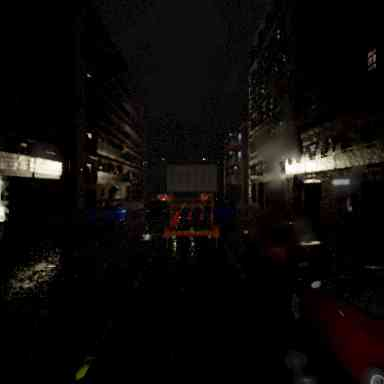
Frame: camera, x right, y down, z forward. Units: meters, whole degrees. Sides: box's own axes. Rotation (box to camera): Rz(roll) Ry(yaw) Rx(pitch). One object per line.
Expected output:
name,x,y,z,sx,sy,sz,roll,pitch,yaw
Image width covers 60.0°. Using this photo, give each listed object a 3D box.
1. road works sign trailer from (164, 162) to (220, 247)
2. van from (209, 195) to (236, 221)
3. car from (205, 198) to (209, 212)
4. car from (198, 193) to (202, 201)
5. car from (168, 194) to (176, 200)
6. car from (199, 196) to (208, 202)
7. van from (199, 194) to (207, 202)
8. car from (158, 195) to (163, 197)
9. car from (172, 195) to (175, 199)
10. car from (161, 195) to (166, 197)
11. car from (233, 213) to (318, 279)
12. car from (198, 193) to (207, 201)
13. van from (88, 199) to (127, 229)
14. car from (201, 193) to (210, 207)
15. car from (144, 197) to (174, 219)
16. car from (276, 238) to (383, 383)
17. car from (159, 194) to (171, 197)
road works sign trailer,0.000,0.450,14.862,2.380,3.560,2.880,0,0,0
van,2.551,1.315,26.862,1.690,1.788,3.998,-1,0,0
car,2.554,1.551,32.525,1.802,1.307,4.206,-1,0,0
car,2.549,1.261,60.847,2.192,1.841,5.009,-1,0,0
car,-5.331,1.366,89.167,1.967,1.590,4.097,-1,0,0
car,2.552,1.520,72.176,1.802,1.307,4.206,-1,0,0
van,2.548,1.275,77.840,1.690,1.788,3.998,-1,0,0
car,-5.327,1.504,43.957,1.887,1.381,4.507,-1,0,0
car,-5.329,1.464,72.044,1.752,1.417,4.829,-1,0,0
car,-5.328,1.500,49.609,1.887,1.381,4.507,-1,0,0
car,2.555,1.535,9.868,1.887,1.381,4.507,-1,0,0
car,2.548,1.245,83.504,2.192,1.841,5.009,-1,0,0
van,-5.329,1.320,21.352,1.690,1.788,3.998,-1,0,0
car,2.550,1.279,38.190,2.192,1.841,5.009,-1,0,0
car,-2.850,1.450,28.895,1.882,1.535,5.008,0,0,0
car,2.556,1.578,4.204,1.802,1.307,4.206,-1,0,0
car,-5.331,1.262,60.911,2.192,1.841,5.009,-1,0,0
